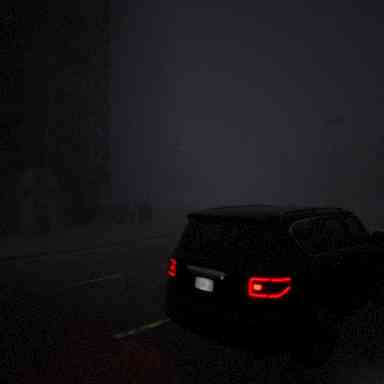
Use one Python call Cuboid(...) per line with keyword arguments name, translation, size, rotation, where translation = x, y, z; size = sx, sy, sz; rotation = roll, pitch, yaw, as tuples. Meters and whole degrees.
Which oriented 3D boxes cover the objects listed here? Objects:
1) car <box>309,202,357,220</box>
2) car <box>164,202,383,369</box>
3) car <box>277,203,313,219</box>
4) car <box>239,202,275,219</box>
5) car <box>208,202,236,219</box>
Cuboid(name="car", translation=(13.491, 1.767, 32.232), size=(2.033, 1.411, 5.357), rotation=(0, 0, -4))
Cuboid(name="car", translation=(2.001, 1.267, 6.147), size=(2.150, 2.045, 5.566), rotation=(0, 0, 44))
Cuboid(name="car", translation=(9.948, 1.797, 32.576), size=(1.994, 1.385, 4.181), rotation=(0, 0, -4))
Cuboid(name="car", translation=(6.432, 1.801, 33.752), size=(2.033, 1.411, 5.357), rotation=(0, 0, -7))
Cuboid(name="car", translation=(2.928, 1.792, 33.655), size=(1.812, 1.442, 4.674), rotation=(0, -1, -7))
